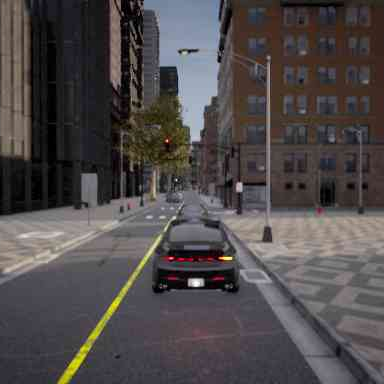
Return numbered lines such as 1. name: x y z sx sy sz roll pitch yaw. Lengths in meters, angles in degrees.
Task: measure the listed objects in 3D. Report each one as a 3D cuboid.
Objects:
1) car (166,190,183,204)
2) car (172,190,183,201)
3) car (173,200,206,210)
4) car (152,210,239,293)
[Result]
1. car: -3.084 0.918 53.994 2.097 1.767 4.553 0 0 0
2. car: -3.005 0.669 69.268 2.150 2.045 5.566 0 0 0
3. car: 0.059 1.396 18.614 2.033 1.411 5.357 0 0 0
4. car: 0.083 1.433 8.643 1.837 1.490 4.892 0 0 0
